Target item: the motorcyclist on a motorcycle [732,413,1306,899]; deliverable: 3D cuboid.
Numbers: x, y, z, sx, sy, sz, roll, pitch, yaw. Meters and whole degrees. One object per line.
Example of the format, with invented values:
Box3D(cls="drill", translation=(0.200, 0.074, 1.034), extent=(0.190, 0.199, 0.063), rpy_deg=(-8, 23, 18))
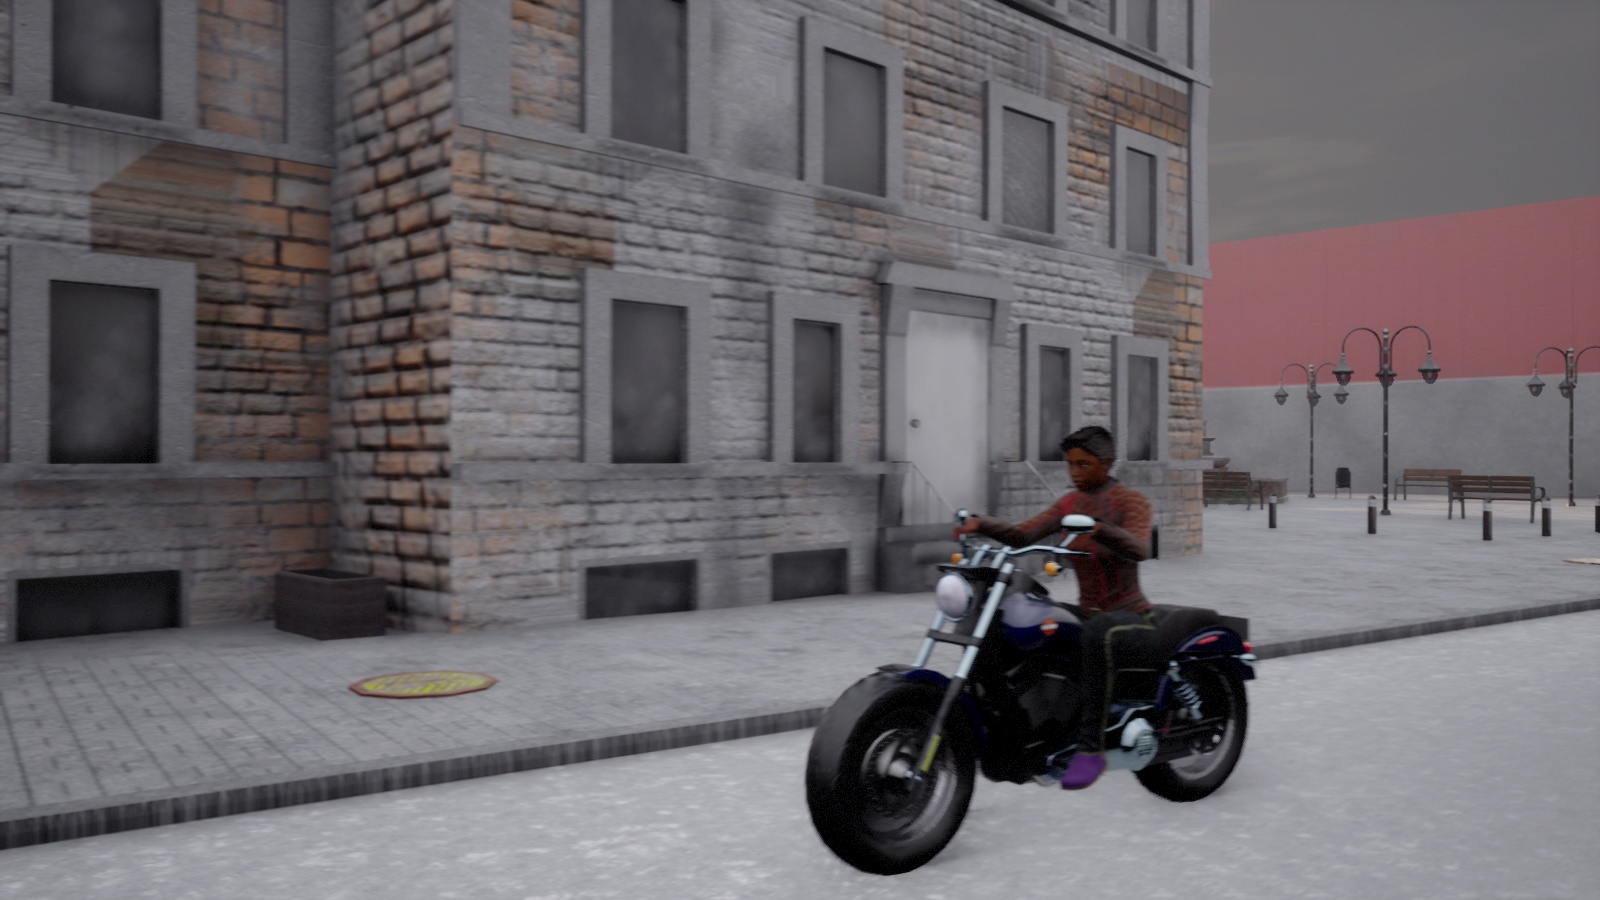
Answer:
Box3D(cls="motorcyclist on a motorcycle", translation=(0.941, 0.705, 4.923), extent=(2.350, 1.649, 0.766), rpy_deg=(0, 0, -35))
